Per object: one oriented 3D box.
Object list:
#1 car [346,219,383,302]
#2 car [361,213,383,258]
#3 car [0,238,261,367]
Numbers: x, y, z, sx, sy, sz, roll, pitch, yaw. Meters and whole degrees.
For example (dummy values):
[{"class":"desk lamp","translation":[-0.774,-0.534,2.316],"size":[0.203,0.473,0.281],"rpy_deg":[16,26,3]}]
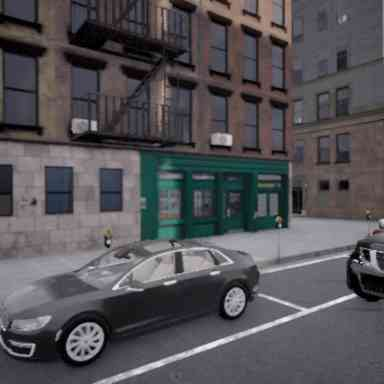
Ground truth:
[{"class":"car","translation":[5.603,1.174,7.063],"size":[5.566,2.045,2.150],"rpy_deg":[0,0,-35]},{"class":"car","translation":[8.233,1.470,12.057],"size":[4.507,1.381,1.887],"rpy_deg":[0,0,-35]},{"class":"car","translation":[-0.742,1.537,5.659],"size":[4.403,1.369,2.008],"rpy_deg":[0,0,-35]}]
